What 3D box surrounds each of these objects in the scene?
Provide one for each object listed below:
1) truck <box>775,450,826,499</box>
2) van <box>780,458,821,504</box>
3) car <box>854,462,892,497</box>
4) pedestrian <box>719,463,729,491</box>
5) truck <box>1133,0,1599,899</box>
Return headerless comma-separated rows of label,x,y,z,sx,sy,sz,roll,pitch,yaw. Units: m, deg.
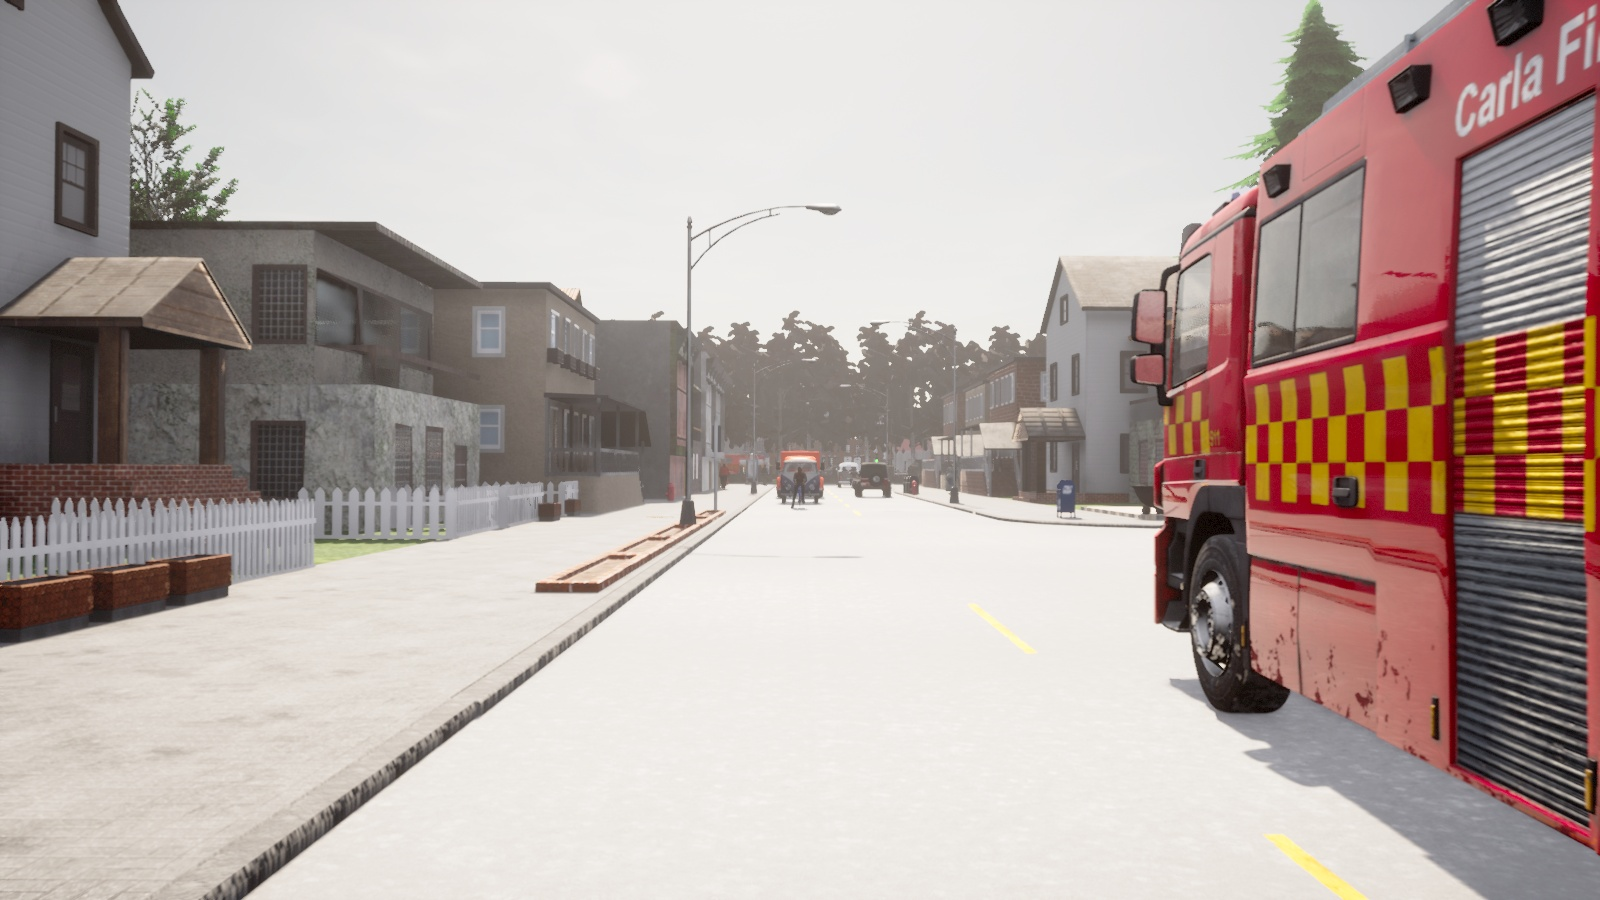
truck,0.014,1.314,66.932,2.627,2.467,5.204,0,-1,0
van,0.014,1.396,56.774,1.775,1.987,4.442,0,-1,0
car,4.015,1.610,69.499,1.905,1.878,3.866,0,-1,0
pedestrian,-5.067,1.768,83.705,0.634,1.844,0.899,0,-1,-4
truck,3.925,-0.284,5.788,2.891,3.827,8.468,0,-1,3
